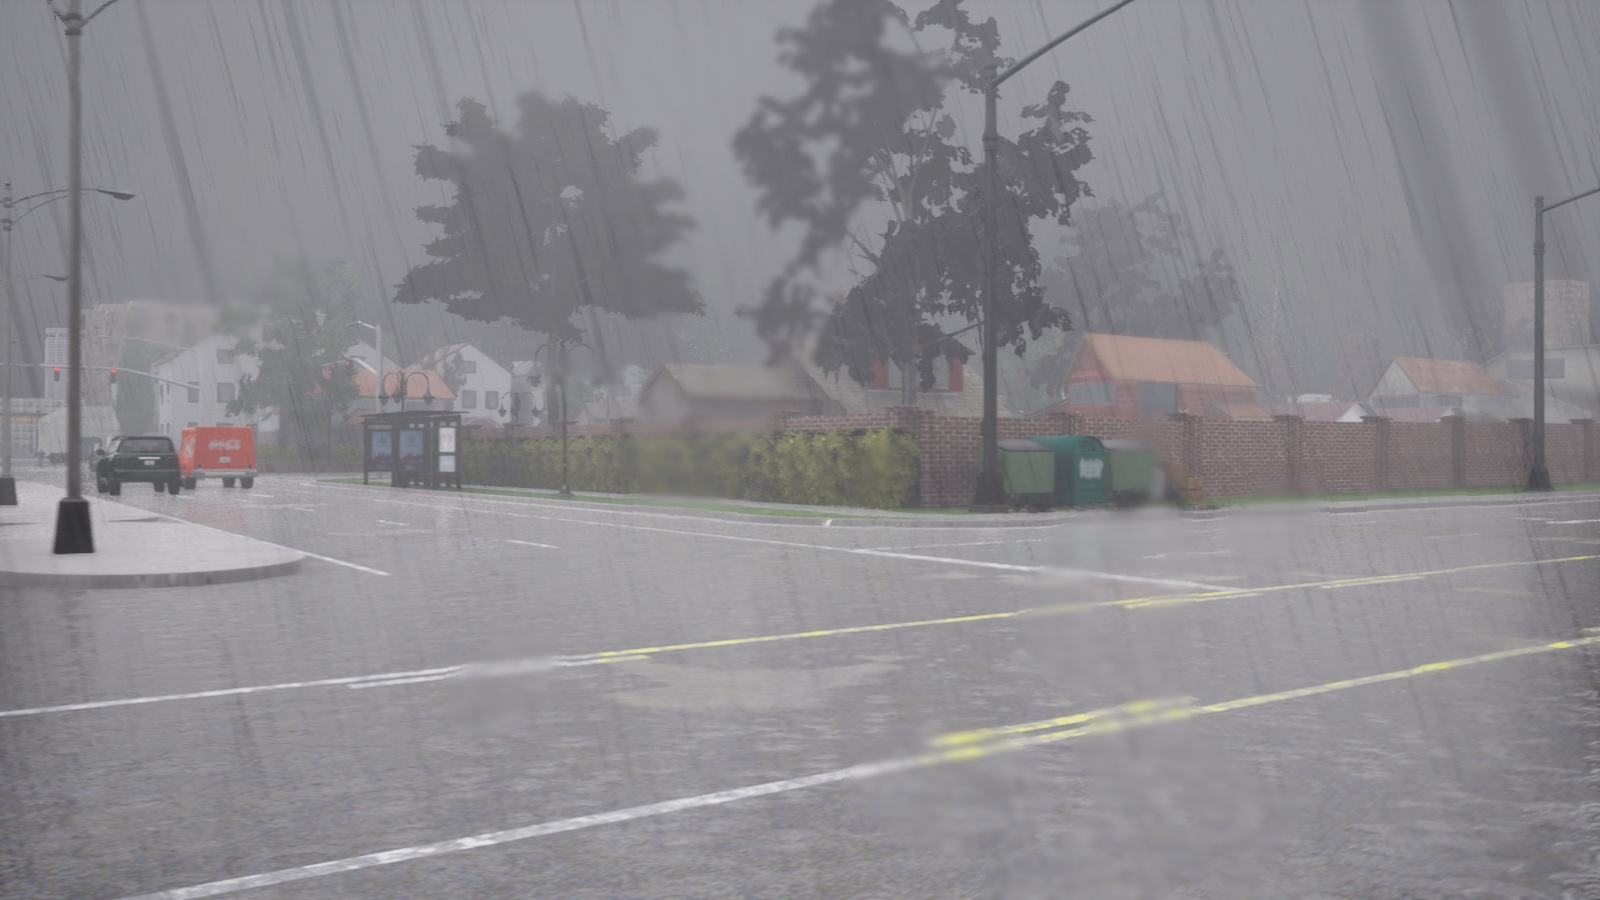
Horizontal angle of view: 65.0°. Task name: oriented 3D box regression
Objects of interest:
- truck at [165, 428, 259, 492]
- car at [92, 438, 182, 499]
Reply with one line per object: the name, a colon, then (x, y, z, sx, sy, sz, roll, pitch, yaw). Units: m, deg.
truck: (-24.169, 0.424, 51.512, 2.627, 2.467, 5.204, 0, -1, -35)
car: (-23.608, 0.623, 44.618, 2.150, 2.045, 5.566, 0, 0, -35)
